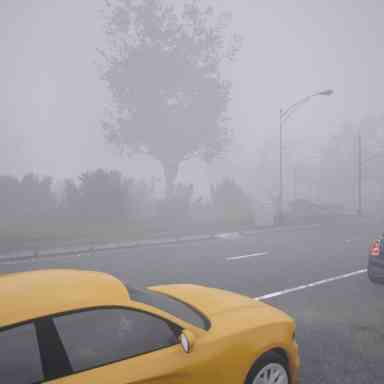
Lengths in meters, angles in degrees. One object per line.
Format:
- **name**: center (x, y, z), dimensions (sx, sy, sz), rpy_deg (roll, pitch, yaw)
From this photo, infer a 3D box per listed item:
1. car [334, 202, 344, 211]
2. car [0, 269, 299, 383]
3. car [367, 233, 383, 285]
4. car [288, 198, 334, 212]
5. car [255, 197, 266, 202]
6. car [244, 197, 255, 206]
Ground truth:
- **car**: center (16.412, 1.489, 41.465), dimensions (1.882, 1.535, 5.008), rpy_deg (0, 0, -31)
- **car**: center (-1.120, 1.478, 2.948), dimensions (5.008, 1.535, 1.882), rpy_deg (0, 0, -35)
- **car**: center (6.401, 1.355, 8.286), dimensions (4.553, 1.767, 2.097), rpy_deg (0, 0, -35)
- **car**: center (13.678, 1.488, 39.240), dimensions (1.882, 1.535, 5.008), rpy_deg (0, 0, -32)
- **car**: center (9.654, 1.487, 52.132), dimensions (2.128, 1.511, 4.902), rpy_deg (0, 0, -33)
- **car**: center (6.763, 1.595, 50.173), dimensions (1.895, 1.301, 4.718), rpy_deg (0, 0, -33)
